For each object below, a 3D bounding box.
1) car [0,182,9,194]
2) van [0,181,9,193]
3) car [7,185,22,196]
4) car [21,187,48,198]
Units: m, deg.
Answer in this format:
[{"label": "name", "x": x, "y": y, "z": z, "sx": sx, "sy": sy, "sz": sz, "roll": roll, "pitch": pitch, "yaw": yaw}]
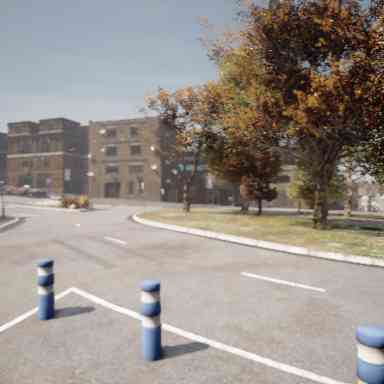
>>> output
[{"label": "car", "x": -30.946, "y": -0.350, "z": 56.242, "sx": 1.946, "sy": 1.575, "sz": 5.366, "roll": 5, "pitch": 1, "yaw": -1}, {"label": "van", "x": -33.815, "y": -0.829, "z": 57.511, "sx": 1.878, "sy": 1.987, "sz": 4.442, "roll": 4, "pitch": 1, "yaw": -1}, {"label": "car", "x": -28.078, "y": -0.059, "z": 55.460, "sx": 2.002, "sy": 1.452, "sz": 4.674, "roll": 5, "pitch": 1, "yaw": -1}, {"label": "car", "x": -25.205, "y": 0.153, "z": 54.481, "sx": 2.231, "sy": 1.521, "sz": 4.892, "roll": 4, "pitch": 1, "yaw": -1}]
